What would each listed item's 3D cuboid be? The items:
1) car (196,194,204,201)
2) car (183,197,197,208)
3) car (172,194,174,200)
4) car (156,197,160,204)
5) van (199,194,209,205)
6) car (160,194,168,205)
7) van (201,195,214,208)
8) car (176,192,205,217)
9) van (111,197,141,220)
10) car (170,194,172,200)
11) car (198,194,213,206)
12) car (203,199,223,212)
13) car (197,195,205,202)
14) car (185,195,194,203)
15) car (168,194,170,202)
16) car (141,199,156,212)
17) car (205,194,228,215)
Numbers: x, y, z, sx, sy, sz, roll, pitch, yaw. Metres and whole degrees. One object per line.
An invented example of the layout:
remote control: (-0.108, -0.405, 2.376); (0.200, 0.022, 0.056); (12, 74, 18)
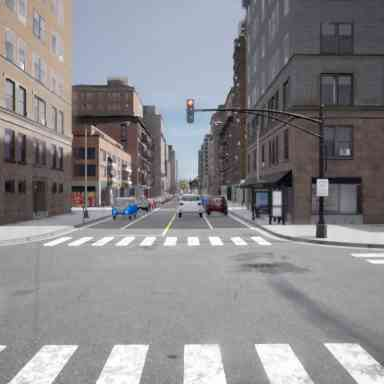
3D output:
car: (1.954, 1.425, 82.128); (1.967, 1.590, 4.097); (0, 0, -1)
car: (-0.314, 1.540, 49.693); (2.033, 1.411, 5.357); (0, 0, -1)
car: (-6.053, 1.301, 76.649); (2.192, 1.841, 5.009); (0, 0, -1)
car: (-5.771, 1.538, 44.213); (1.887, 1.381, 4.507); (0, 0, -1)
van: (2.167, 1.331, 60.505); (1.690, 1.788, 3.998); (0, 0, -1)
car: (-5.910, 1.515, 60.262); (1.752, 1.417, 4.829); (0, 0, -1)
van: (2.274, 1.333, 49.692); (1.690, 1.788, 3.998); (0, 0, -1)
car: (-0.153, 1.219, 31.616); (2.150, 2.045, 5.566); (0, 0, 0)
van: (-5.630, 1.337, 27.995); (1.690, 1.788, 3.998); (0, 0, -1)
car: (-6.006, 1.553, 71.243); (1.947, 1.339, 4.313); (0, 0, -1)
car: (2.220, 1.306, 55.099); (2.192, 1.841, 5.009); (0, 0, -1)
car: (2.380, 1.545, 38.880); (2.008, 1.369, 4.403); (0, 0, -1)
car: (2.006, 1.511, 76.892); (1.752, 1.417, 4.829); (0, 0, -1)
car: (-0.481, 1.466, 66.902); (1.882, 1.535, 5.008); (0, 0, 0)
car: (-5.959, 1.539, 65.837); (2.008, 1.369, 4.403); (0, 0, -1)
car: (-5.724, 1.560, 38.807); (1.947, 1.339, 4.313); (0, 0, -1)
car: (2.434, 1.310, 33.474); (2.192, 1.841, 5.009); (0, 0, -1)
